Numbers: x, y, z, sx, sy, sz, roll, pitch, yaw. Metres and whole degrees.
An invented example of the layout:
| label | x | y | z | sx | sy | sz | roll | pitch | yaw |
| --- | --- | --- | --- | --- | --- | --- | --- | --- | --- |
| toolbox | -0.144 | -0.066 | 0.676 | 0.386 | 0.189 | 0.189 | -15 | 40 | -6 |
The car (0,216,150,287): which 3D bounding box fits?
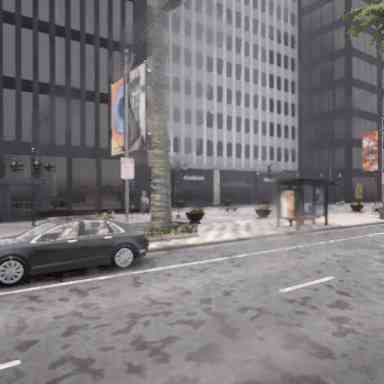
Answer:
| label | x | y | z | sx | sy | sz | roll | pitch | yaw |
| --- | --- | --- | --- | --- | --- | --- | --- | --- | --- |
| car | -3.574 | 1.470 | 9.409 | 4.892 | 1.521 | 2.231 | 0 | 0 | -35 |
